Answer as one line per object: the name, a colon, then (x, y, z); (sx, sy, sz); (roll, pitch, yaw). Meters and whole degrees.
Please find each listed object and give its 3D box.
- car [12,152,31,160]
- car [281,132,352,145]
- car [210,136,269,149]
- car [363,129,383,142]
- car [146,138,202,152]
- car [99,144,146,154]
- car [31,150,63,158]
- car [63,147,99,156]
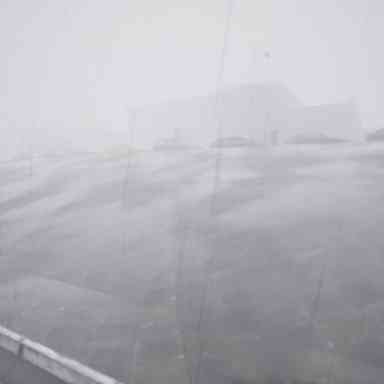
car: (-19.946, -4.085, 40.483); (4.892, 1.521, 2.231); (1, 1, 34)
car: (8.594, -3.422, 23.210); (4.674, 1.452, 2.002); (1, 1, 28)
car: (3.730, -3.540, 25.816); (4.792, 1.488, 2.163); (1, 1, 29)
car: (13.426, -3.355, 20.753); (4.892, 1.521, 2.231); (1, 1, 27)
car: (-1.264, -3.806, 28.614); (4.553, 1.767, 2.185); (1, 1, 31)
car: (-6.018, -3.789, 31.429); (5.008, 1.535, 2.097); (1, 1, 32)
car: (-15.379, -4.000, 37.384); (4.892, 1.521, 2.231); (1, 1, 34)
car: (-10.731, -3.857, 34.357); (4.674, 1.452, 2.002); (1, 1, 33)
